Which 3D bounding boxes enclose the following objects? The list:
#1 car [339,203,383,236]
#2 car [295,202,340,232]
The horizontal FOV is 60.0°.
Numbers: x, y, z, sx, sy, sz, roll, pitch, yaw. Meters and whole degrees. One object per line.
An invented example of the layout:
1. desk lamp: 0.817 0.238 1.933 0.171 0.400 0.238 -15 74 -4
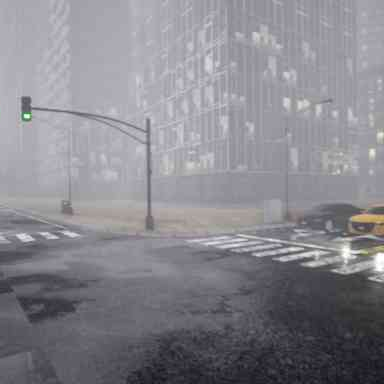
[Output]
1. car: 9.728 1.336 16.465 5.008 1.535 1.882 -1 0 -34
2. car: 8.075 1.359 19.272 5.008 1.535 1.882 -1 0 -34
